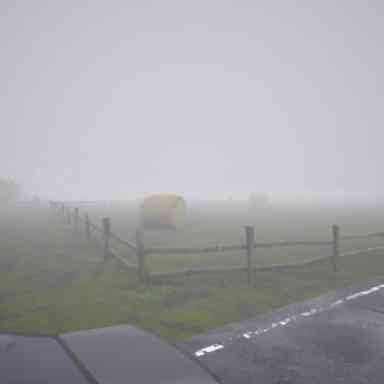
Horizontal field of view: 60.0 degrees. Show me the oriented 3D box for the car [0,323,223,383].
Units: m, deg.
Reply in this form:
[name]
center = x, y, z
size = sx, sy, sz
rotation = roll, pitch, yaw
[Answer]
[car]
center = -2.153, 1.565, 1.321
size = 5.357, 1.411, 2.033
rotation = 0, -1, -37
